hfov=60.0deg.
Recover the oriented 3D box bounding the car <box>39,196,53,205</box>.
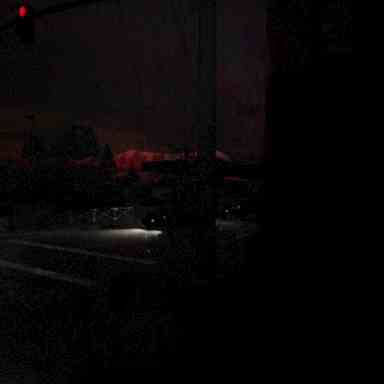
[{"bbox_3d":[-21.063,1.305,52.658,2.007,1.523,4.514,0,0,34],"label":"car"}]

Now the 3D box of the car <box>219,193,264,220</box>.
[{"bbox_3d":[4.236,1.144,28.047,2.150,2.045,5.566,0,0,34],"label":"car"}]

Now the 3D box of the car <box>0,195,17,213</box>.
[{"bbox_3d":[-17.957,1.202,29.125,1.970,1.475,3.806,0,0,34],"label":"car"}]

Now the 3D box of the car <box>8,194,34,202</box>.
[{"bbox_3d":[-37.481,1.287,72.979,2.007,1.523,4.514,0,0,34],"label":"car"}]

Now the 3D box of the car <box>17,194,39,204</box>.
[{"bbox_3d":[-29.323,1.286,58.281,1.845,1.501,3.633,0,0,34],"label":"car"}]

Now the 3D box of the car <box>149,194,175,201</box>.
[{"bbox_3d":[-4.008,1.189,49.786,1.905,1.878,3.866,0,0,34],"label":"car"}]

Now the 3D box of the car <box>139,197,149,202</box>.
[{"bbox_3d":[-6.424,1.463,52.151,1.970,1.475,3.806,0,0,34],"label":"car"}]

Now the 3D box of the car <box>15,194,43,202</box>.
[{"bbox_3d":[-34.851,1.291,71.268,2.152,1.636,5.027,0,0,34],"label":"car"}]

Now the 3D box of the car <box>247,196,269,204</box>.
[{"bbox_3d":[15.457,1.788,77.665,4.611,1.667,2.242,0,0,34],"label":"car"}]

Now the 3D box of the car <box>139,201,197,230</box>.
[{"bbox_3d":[-1.085,1.432,20.213,1.994,1.385,4.181,0,0,34],"label":"car"}]

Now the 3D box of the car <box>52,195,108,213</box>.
[{"bbox_3d":[-10.979,1.323,32.920,2.007,1.523,4.514,0,0,34],"label":"car"}]

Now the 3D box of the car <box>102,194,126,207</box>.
[{"bbox_3d":[-11.133,1.151,45.102,1.932,1.855,4.605,0,0,34],"label":"car"}]
